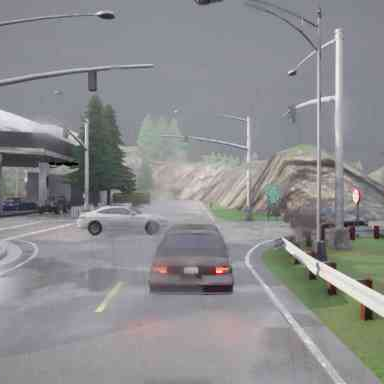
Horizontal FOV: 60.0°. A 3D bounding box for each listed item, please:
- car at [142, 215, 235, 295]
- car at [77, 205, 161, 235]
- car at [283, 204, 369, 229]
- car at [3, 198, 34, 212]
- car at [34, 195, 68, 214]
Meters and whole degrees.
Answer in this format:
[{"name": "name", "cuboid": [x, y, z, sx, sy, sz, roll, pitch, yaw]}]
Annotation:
[{"name": "car", "cuboid": [0.036, 1.547, 8.874, 2.033, 1.411, 5.357, 0, 0, 1]}, {"name": "car", "cuboid": [-3.543, 1.415, 17.361, 4.674, 1.442, 1.812, 0, 0, -1]}, {"name": "car", "cuboid": [6.790, 1.358, 17.613, 2.033, 1.411, 5.357, 0, 0, -13]}, {"name": "car", "cuboid": [-20.297, 1.480, 39.464, 2.242, 1.667, 4.611, 0, 0, -1]}, {"name": "car", "cuboid": [-14.583, 1.313, 35.195, 1.905, 1.878, 3.866, 0, 0, -1]}]
